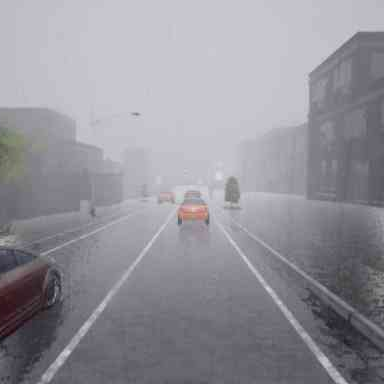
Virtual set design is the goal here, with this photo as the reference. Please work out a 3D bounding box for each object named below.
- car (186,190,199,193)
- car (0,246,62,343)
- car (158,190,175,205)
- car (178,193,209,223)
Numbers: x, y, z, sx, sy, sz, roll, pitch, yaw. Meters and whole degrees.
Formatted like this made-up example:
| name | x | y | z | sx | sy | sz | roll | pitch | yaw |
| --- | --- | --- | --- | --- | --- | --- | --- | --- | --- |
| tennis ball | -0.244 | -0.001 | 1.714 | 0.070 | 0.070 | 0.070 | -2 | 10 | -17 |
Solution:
| name | x | y | z | sx | sy | sz | roll | pitch | yaw |
| --- | --- | --- | --- | --- | --- | --- | --- | --- | --- |
| car | 0.082 | 0.748 | 43.684 | 2.150 | 2.045 | 5.566 | 0 | 1 | 0 |
| car | -3.599 | 1.549 | 4.969 | 1.994 | 1.385 | 4.181 | 0 | 0 | 0 |
| car | -3.557 | 0.699 | 47.029 | 2.150 | 2.045 | 5.566 | 0 | 1 | 0 |
| car | 0.102 | 1.172 | 23.602 | 2.097 | 1.767 | 4.553 | 0 | 1 | 0 |
